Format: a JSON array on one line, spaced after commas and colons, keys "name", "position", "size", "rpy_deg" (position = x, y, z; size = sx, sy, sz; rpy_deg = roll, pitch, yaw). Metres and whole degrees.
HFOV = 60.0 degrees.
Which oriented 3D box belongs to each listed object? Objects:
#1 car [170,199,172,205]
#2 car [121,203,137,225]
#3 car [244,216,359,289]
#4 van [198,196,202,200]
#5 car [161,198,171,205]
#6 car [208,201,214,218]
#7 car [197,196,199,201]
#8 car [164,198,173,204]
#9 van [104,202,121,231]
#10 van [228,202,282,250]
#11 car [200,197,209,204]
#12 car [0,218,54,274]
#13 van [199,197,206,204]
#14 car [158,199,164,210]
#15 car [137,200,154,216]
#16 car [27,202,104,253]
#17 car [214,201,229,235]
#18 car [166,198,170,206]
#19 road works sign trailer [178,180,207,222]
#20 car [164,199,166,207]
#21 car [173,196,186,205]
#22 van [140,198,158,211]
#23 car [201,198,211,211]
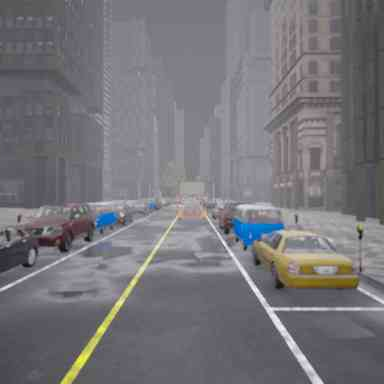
[{"name": "car", "position": [-5.761, 2.137, 69.816], "size": [1.887, 1.381, 4.507], "rpy_deg": [0, 0, 0]}, {"name": "car", "position": [-5.759, 1.654, 25.615], "size": [1.967, 1.590, 4.097], "rpy_deg": [0, 0, 0]}, {"name": "car", "position": [2.769, 1.602, 9.196], "size": [1.752, 1.417, 4.829], "rpy_deg": [0, 0, 0]}, {"name": "van", "position": [2.790, 1.934, 69.799], "size": [1.690, 1.788, 3.998], "rpy_deg": [0, 0, 0]}, {"name": "car", "position": [-5.761, 2.184, 75.341], "size": [1.887, 1.381, 4.507], "rpy_deg": [0, 0, 0]}, {"name": "car", "position": [2.776, 1.788, 31.294], "size": [1.752, 1.417, 4.829], "rpy_deg": [0, 0, 0]}, {"name": "car", "position": [2.793, 2.233, 80.846], "size": [1.887, 1.381, 4.507], "rpy_deg": [0, -1, 0]}, {"name": "car", "position": [-5.762, 2.233, 80.866], "size": [1.887, 1.381, 4.507], "rpy_deg": [0, 0, 0]}, {"name": "van", "position": [-5.759, 1.508, 20.091], "size": [1.690, 1.788, 3.998], "rpy_deg": [0, 0, 0]}, {"name": "van", "position": [2.772, 1.462, 14.552], "size": [1.690, 1.788, 3.998], "rpy_deg": [0, 0, 0]}, {"name": "car", "position": [2.786, 2.080, 58.747], "size": [1.802, 1.307, 4.206], "rpy_deg": [0, 0, 0]}, {"name": "car", "position": [-5.759, 1.625, 9.039], "size": [2.008, 1.369, 4.403], "rpy_deg": [0, 0, 0]}, {"name": "van", "position": [2.796, 2.078, 86.373], "size": [1.690, 1.788, 3.998], "rpy_deg": [0, -1, 0]}, {"name": "car", "position": [-5.759, 1.718, 47.717], "size": [2.192, 1.841, 5.009], "rpy_deg": [0, 0, 0]}, {"name": "car", "position": [-5.760, 1.859, 36.664], "size": [2.008, 1.369, 4.403], "rpy_deg": [0, 0, 0]}, {"name": "car", "position": [-5.758, 1.435, 14.566], "size": [2.192, 1.841, 5.009], "rpy_deg": [0, 0, 0]}, {"name": "car", "position": [2.773, 1.482, 20.077], "size": [2.192, 1.841, 5.009], "rpy_deg": [0, 0, 0]}, {"name": "car", "position": [-5.761, 2.069, 64.121], "size": [1.752, 1.417, 4.829], "rpy_deg": [0, 0, 0]}, {"name": "road works sign trailer", "position": [0.006, 0.709, 29.171], "size": [2.380, 3.560, 2.880], "rpy_deg": [0, 0, 0]}, {"name": "car", "position": [-5.761, 1.995, 53.240], "size": [1.887, 1.381, 4.507], "rpy_deg": [0, 0, 0]}, {"name": "car", "position": [-2.987, 1.957, 71.265], "size": [2.097, 1.767, 4.553], "rpy_deg": [0, 0, 0]}, {"name": "van", "position": [-5.759, 1.697, 42.192], "size": [1.690, 1.788, 3.998], "rpy_deg": [0, 0, 0]}, {"name": "car", "position": [2.782, 1.954, 47.698], "size": [2.008, 1.369, 4.403], "rpy_deg": [0, 0, 0]}]
